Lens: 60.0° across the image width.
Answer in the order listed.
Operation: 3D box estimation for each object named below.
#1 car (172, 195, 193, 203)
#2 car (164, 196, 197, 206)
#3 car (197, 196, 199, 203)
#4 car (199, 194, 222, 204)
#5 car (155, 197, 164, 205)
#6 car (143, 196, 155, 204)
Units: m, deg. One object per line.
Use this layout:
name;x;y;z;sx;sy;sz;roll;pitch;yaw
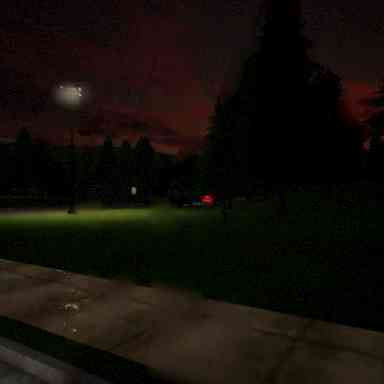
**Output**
car;-1.859;1.437;66.623;1.812;1.442;4.674;0;0;32
car;-1.734;1.420;53.668;2.128;1.511;4.902;0;0;33
car;1.097;1.445;64.748;1.812;1.442;4.674;0;0;32
car;4.069;1.149;62.897;2.150;2.045;5.566;0;0;32
car;-3.770;1.484;56.965;1.994;1.385;4.181;0;0;33
car;-6.723;1.476;58.843;1.994;1.385;4.181;0;0;33
